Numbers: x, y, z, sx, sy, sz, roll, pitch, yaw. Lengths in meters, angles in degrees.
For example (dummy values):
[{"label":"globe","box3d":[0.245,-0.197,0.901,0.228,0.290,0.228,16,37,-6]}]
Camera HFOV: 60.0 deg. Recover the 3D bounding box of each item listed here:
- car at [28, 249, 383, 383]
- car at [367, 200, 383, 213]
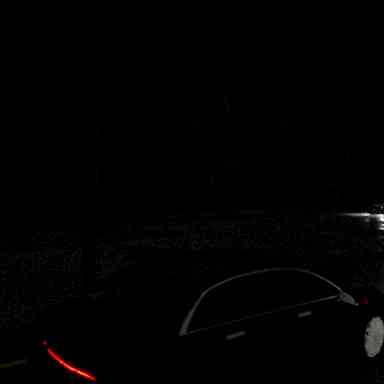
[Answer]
[{"label":"car","box3d":[0.656,1.511,4.215,4.892,1.490,1.837,0,0,-35]},{"label":"car","box3d":[20.923,1.585,36.106,4.674,1.442,1.812,0,0,-36]}]
